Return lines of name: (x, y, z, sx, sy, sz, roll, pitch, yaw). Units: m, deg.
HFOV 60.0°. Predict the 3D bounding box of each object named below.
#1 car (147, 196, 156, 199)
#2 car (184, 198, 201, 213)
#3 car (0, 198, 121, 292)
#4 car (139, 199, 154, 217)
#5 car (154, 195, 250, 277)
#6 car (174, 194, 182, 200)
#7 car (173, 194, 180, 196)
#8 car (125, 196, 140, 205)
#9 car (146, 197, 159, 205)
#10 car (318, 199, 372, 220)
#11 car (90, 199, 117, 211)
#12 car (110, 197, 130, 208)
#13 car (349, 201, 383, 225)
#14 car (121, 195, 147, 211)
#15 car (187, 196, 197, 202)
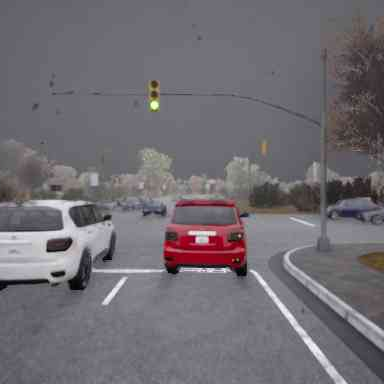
car: (-7.050, 1.313, 49.135, 2.097, 1.767, 4.553, 0, 0, 0)
car: (0.104, 1.496, 37.695, 1.812, 1.442, 4.674, 0, 0, 0)
car: (-3.559, 1.214, 9.058, 2.150, 2.045, 5.566, 0, 0, -3)
car: (-3.398, 1.576, 30.974, 1.895, 1.301, 4.718, 0, 0, 0)
car: (0.613, 1.213, 10.481, 2.150, 2.045, 5.566, 0, 0, 8)
car: (-3.449, 1.309, 82.242, 1.812, 1.442, 4.674, 0, 0, 1)
car: (-3.491, 1.461, 71.833, 2.128, 1.511, 4.902, 0, 0, 0)
car: (-10.496, 1.517, 59.190, 1.994, 1.385, 4.181, 0, 0, 0)
car: (-6.996, 1.554, 59.383, 1.895, 1.301, 4.718, 0, 0, 0)
car: (12.633, 1.331, 26.927, 4.553, 1.767, 2.097, 0, 0, 3)
car: (-10.604, 1.569, 40.313, 1.895, 1.301, 4.718, 0, 0, 1)
car: (-10.542, 1.525, 49.119, 1.994, 1.385, 4.181, 0, 0, 1)
car: (13.778, 1.545, 23.357, 4.181, 1.385, 1.994, 0, 0, 3)
car: (-7.072, 1.320, 40.251, 2.097, 1.767, 4.553, 0, 0, 0)
car: (0.011, 1.495, 72.780, 1.994, 1.385, 4.181, 0, 0, 0)
